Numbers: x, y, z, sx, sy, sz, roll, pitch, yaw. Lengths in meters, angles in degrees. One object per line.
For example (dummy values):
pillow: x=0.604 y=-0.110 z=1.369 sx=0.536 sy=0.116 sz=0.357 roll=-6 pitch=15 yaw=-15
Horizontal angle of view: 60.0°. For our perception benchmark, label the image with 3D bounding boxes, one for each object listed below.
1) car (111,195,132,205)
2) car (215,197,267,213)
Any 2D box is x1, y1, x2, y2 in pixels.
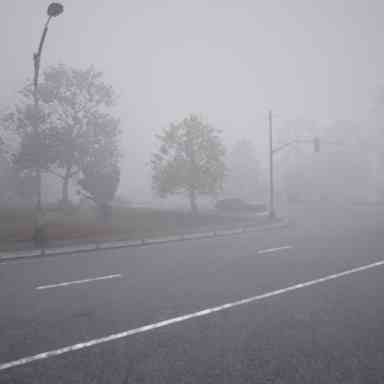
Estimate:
car: x=-10.916 y=1.189 z=50.572 sx=2.128 sy=1.511 sz=4.902 roll=-2 pitch=1 yaw=-39
car: x=4.456 y=1.175 z=31.202 sx=2.033 sy=1.411 sz=5.357 roll=-2 pitch=1 yaw=-37
